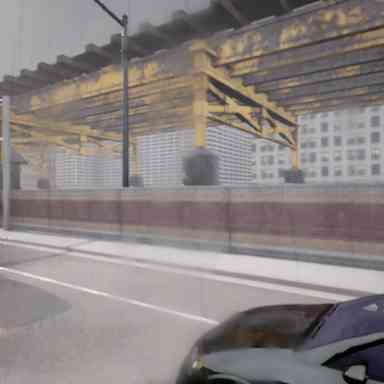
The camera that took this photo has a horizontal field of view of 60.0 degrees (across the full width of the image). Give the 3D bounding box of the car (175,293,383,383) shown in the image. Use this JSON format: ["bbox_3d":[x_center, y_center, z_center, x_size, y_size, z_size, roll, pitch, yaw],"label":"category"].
[{"bbox_3d":[1.897,1.562,2.646,4.181,1.385,1.994,0,0,35],"label":"car"}]
